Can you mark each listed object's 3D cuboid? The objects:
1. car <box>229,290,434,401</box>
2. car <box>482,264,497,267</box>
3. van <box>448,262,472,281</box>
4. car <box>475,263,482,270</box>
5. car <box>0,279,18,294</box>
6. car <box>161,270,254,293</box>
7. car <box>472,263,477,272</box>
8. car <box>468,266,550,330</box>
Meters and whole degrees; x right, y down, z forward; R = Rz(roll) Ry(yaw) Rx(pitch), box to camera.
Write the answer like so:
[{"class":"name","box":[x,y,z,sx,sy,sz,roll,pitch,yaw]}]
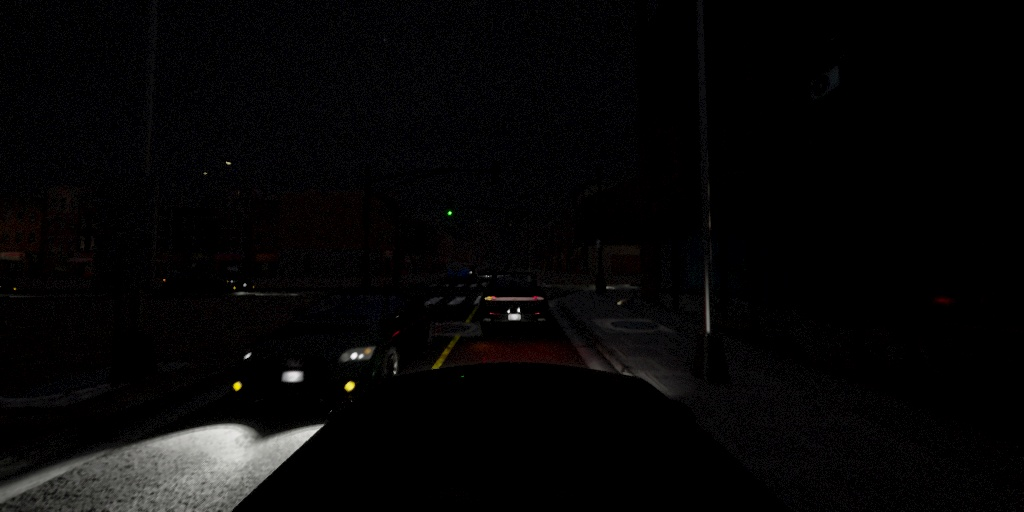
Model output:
[{"class":"car","box":[-2.746,1.327,6.486,1.994,1.385,4.181,0,0,0]},{"class":"car","box":[-2.722,2.116,52.004,2.033,1.411,5.357,0,-1,0]},{"class":"van","box":[-5.352,1.527,35.798,1.690,1.789,3.998,0,0,0]},{"class":"car","box":[-5.356,1.699,44.101,2.192,1.841,5.009,0,0,0]},{"class":"car","box":[-31.055,1.582,20.308,4.181,1.385,1.994,0,-3,0]},{"class":"car","box":[-17.130,1.482,20.322,4.181,1.385,1.994,0,-3,0]},{"class":"car","box":[-5.353,1.816,39.117,2.007,1.370,4.403,0,0,0]},{"class":"car","box":[0.057,1.244,11.102,2.128,1.511,4.902,0,0,0]}]
